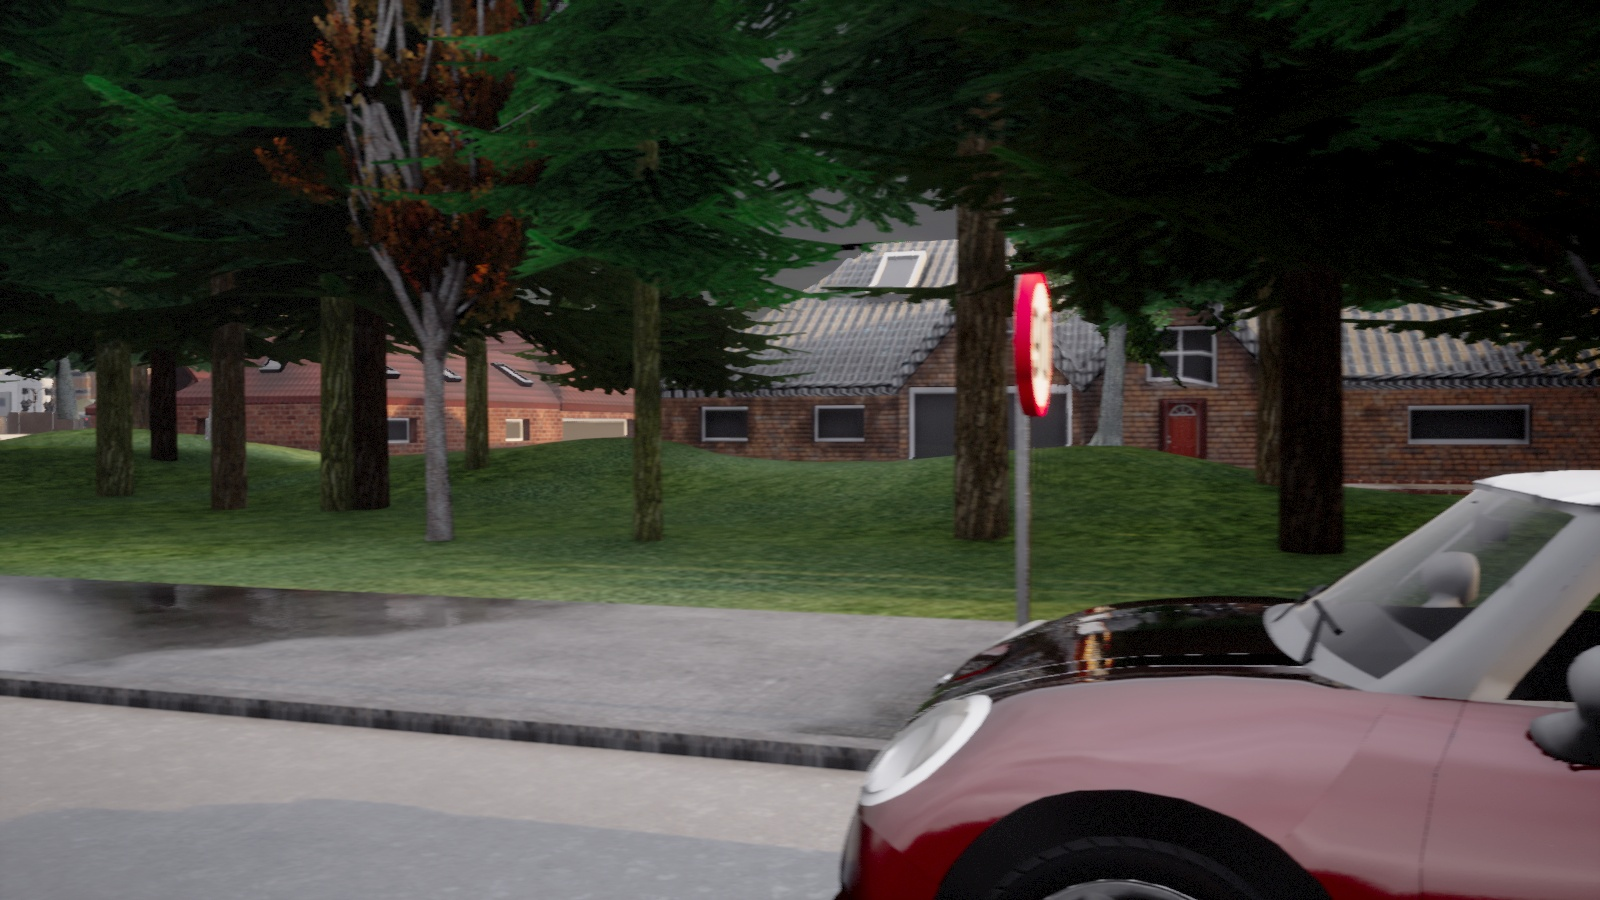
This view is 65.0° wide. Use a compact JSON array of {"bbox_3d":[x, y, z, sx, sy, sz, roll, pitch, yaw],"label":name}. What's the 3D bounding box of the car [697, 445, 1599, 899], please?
[{"bbox_3d":[1.892,0.750,3.083,3.806,1.475,1.970,1,1,19],"label":"car"}]
